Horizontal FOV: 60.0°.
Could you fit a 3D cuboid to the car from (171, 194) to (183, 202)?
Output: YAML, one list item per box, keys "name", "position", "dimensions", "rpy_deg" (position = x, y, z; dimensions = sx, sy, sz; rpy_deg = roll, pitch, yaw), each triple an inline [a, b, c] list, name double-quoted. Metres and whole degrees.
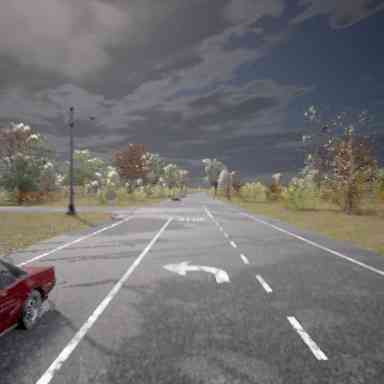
- name: "car"
  position: [-3.422, 1.471, 69.726]
  dimensions: [1.895, 1.301, 4.718]
  rpy_deg: [0, 0, 0]

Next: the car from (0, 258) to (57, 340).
- name: "car"
  position: [-3.504, 1.596, 4.107]
  dimensions: [1.895, 1.301, 4.718]
  rpy_deg: [0, 0, 0]
